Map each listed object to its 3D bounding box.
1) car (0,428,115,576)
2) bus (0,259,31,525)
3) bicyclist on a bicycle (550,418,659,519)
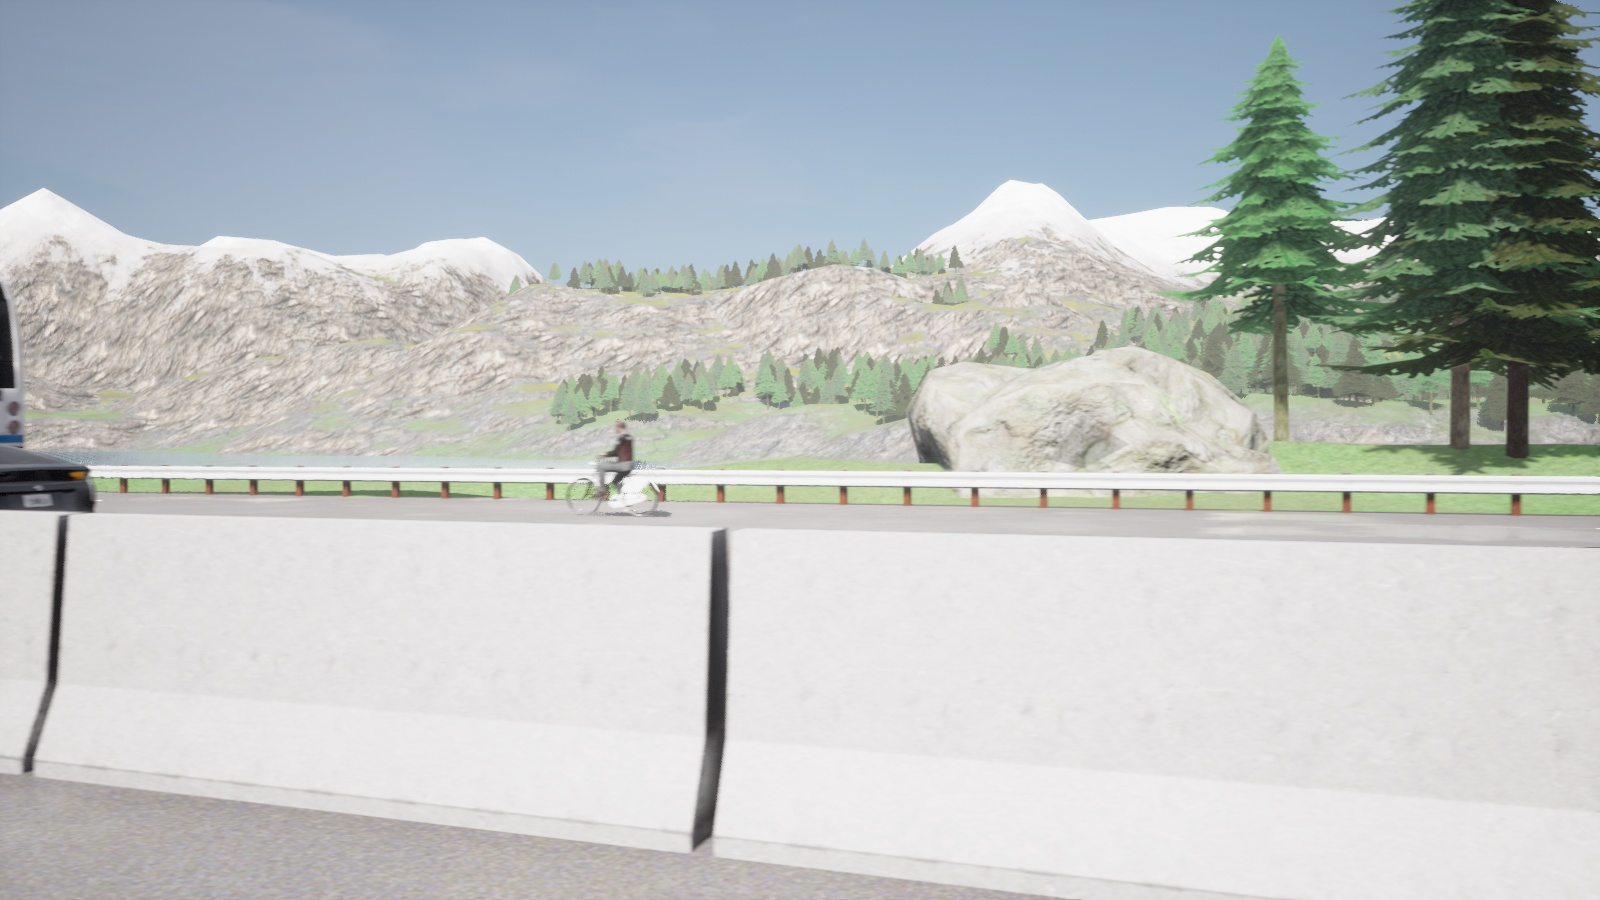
[{"bbox_3d":[-10.239,0.510,14.023,4.514,1.525,2.007,1,1,19],"label":"car"},{"bbox_3d":[-18.119,-0.944,20.349,10.273,4.253,3.944,1,1,19],"label":"bus"},{"bbox_3d":[-3.558,0.318,22.852,1.843,1.776,0.659,1,1,19],"label":"bicyclist on a bicycle"}]
